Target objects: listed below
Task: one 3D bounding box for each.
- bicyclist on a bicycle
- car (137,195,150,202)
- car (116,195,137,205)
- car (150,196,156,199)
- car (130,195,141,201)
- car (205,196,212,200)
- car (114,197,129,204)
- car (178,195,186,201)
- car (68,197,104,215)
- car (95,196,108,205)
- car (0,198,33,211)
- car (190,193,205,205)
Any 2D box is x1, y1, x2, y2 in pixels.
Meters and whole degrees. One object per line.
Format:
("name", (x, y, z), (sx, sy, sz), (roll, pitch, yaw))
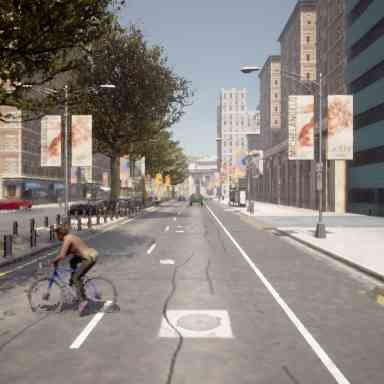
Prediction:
("bicyclist on a bicycle", (-2.219, 1.454, 6.134), (1.656, 1.620, 0.582), (-2, 0, 1))
("car", (-10.679, 1.355, 69.983), (2.097, 1.767, 4.553), (0, 0, 1))
("car", (-10.947, 1.491, 54.877), (2.128, 1.511, 4.902), (0, 0, 1))
("car", (-10.498, 1.582, 85.229), (1.895, 1.301, 4.718), (0, 0, 1))
("car", (-14.031, 1.498, 82.478), (1.837, 1.490, 4.892), (0, 0, 1))
("car", (4.309, 1.594, 89.992), (1.895, 1.301, 4.718), (0, 0, 1))
("car", (-14.212, 1.597, 67.372), (1.895, 1.301, 4.718), (0, 0, 1))
("car", (-2.488, 1.524, 85.985), (1.812, 1.442, 4.674), (0, 0, 1))
("car", (-11.201, 1.547, 34.556), (2.033, 1.411, 5.357), (0, 0, 1))
("car", (-14.517, 1.352, 52.176), (2.097, 1.767, 4.553), (0, 0, 1))
("car", (-21.612, 1.477, 39.284), (5.008, 1.535, 1.882), (0, 1, -28))
("car", (0.780, 1.221, 58.032), (2.150, 2.045, 5.566), (0, 0, 1))
